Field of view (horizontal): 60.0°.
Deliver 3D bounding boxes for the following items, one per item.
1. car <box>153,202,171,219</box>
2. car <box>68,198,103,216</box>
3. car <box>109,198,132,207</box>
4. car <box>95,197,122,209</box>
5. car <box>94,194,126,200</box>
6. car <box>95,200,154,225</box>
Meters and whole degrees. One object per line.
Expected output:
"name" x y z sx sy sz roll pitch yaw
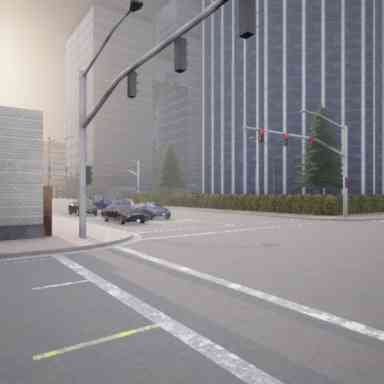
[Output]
"car" -3.667 1.581 29.075 1.812 1.442 4.674 0 0 -36
"car" -10.932 1.560 33.171 1.837 1.490 4.892 0 0 -36
"car" -11.229 1.618 51.903 1.994 1.385 4.181 0 0 -36
"car" -11.783 1.547 46.676 2.128 1.511 4.902 0 0 -36
"car" -9.329 1.277 36.947 2.150 2.045 5.566 0 0 -36
"car" -5.262 1.603 25.262 2.033 1.411 5.357 0 0 -36
